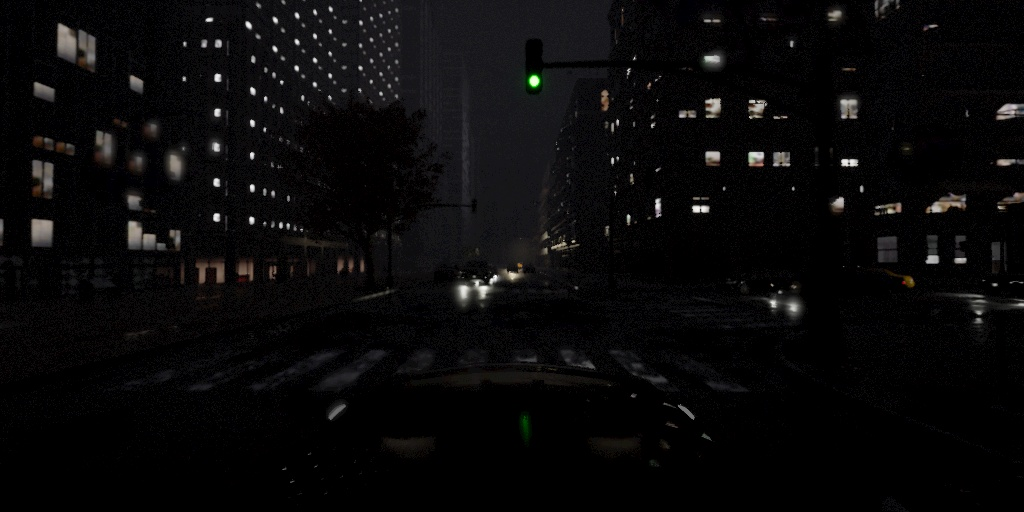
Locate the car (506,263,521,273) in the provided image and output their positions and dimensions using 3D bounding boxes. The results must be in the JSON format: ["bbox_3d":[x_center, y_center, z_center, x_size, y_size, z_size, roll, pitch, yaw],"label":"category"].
[{"bbox_3d":[0.115,2.049,59.893,2.128,1.511,4.902,0,-1,0],"label":"car"}]

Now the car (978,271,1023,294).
[{"bbox_3d":[25.273,1.088,16.984,4.892,1.490,1.837,-1,-1,0],"label":"car"}]

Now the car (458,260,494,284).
[{"bbox_3d":[-3.092,1.386,32.059,2.150,2.045,5.566,0,-1,0],"label":"car"}]

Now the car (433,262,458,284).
[{"bbox_3d":[-5.684,1.484,32.420,2.192,1.841,5.009,0,0,0],"label":"car"}]

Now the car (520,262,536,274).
[{"bbox_3d":[2.703,2.046,54.507,1.948,1.339,4.313,0,0,0],"label":"car"}]

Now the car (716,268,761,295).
[{"bbox_3d":[13.439,1.329,19.447,4.403,1.370,2.007,0,0,-1],"label":"car"}]

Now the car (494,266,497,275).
[{"bbox_3d":[-3.090,1.828,41.935,1.812,1.442,4.674,0,-1,0],"label":"car"}]

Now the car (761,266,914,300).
[{"bbox_3d":[15.258,1.268,16.886,5.357,1.411,2.033,-1,-1,-1],"label":"car"}]
